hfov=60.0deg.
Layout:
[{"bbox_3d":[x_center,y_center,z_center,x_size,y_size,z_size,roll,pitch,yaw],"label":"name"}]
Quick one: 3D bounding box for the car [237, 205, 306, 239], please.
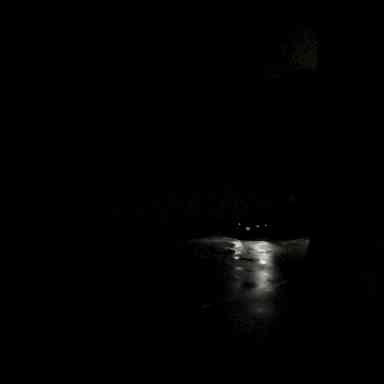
[{"bbox_3d":[4.295,1.474,17.468,1.837,1.490,4.892,0,0,43],"label":"car"}]
